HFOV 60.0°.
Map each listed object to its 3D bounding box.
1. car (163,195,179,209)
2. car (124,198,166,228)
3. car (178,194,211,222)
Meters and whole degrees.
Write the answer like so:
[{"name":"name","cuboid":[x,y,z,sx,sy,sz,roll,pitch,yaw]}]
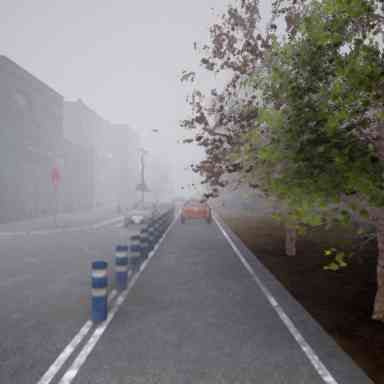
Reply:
[{"name":"car","cuboid":[-2.881,1.339,38.752,1.812,1.442,4.674,0,0,1]},{"name":"car","cuboid":[-3.181,1.412,21.893,2.128,1.511,4.902,0,0,1]},{"name":"car","cuboid":[0.311,1.255,25.182,2.097,1.767,4.553,0,0,1]}]
